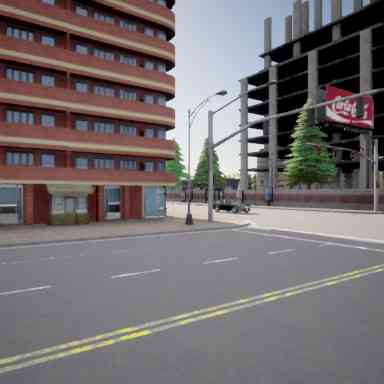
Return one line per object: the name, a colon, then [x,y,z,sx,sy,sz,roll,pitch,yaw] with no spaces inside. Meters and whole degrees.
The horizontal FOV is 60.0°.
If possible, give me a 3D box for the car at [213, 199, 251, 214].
car: [4.201,1.491,35.892,2.128,1.511,4.902,0,0,-35]
